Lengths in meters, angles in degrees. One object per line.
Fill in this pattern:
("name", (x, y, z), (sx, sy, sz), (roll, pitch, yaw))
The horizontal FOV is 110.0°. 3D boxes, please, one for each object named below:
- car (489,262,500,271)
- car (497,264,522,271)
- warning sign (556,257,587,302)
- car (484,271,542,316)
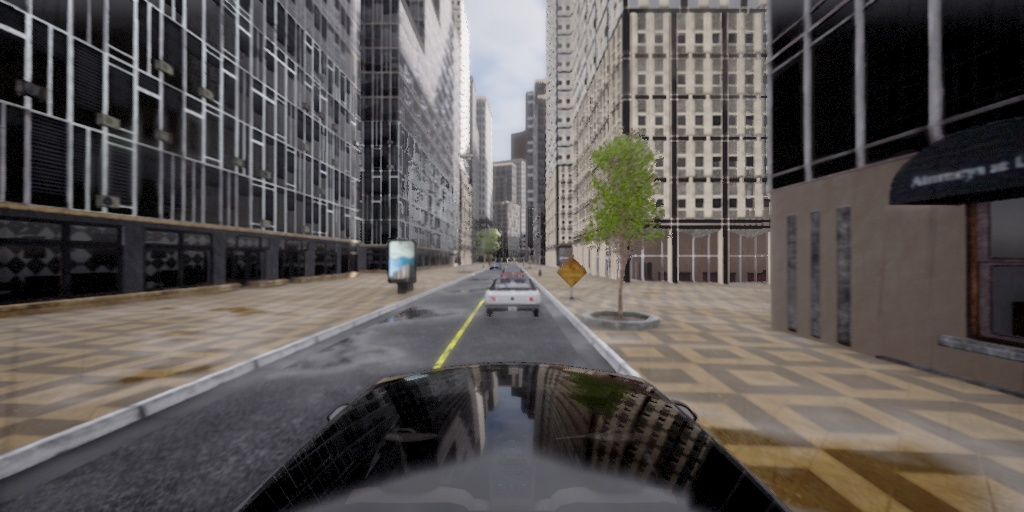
("car", (-2.780, 1.729, 60.533), (2.033, 1.411, 5.357), (0, 0, 1))
("car", (0.044, 1.539, 28.723), (1.895, 1.301, 4.718), (0, 0, 1))
("warning sign", (2.520, 0.956, 15.110), (1.300, 1.860, 1.060), (0, 0, 0))
("car", (0.042, 1.431, 13.720), (1.895, 1.301, 4.718), (0, 0, 0))
